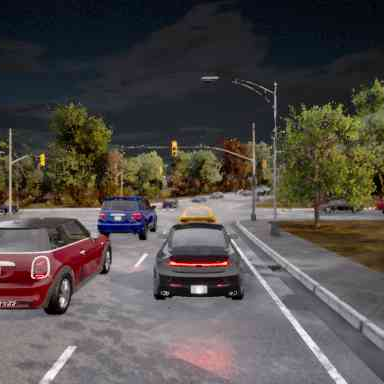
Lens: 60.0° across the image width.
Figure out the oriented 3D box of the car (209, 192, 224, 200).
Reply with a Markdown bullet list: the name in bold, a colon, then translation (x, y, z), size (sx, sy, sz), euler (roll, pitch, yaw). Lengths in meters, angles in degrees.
- **car**: translation (5.608, 0.797, 75.193), size (2.097, 1.767, 4.553), euler (0, 3, 26)

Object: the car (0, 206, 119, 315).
- **car**: translation (-3.356, 1.362, 7.758), size (2.097, 1.767, 4.553), euler (0, 0, 1)

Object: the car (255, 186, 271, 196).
- **car**: translation (17.911, 0.149, 83.010), size (1.882, 1.535, 5.008), euler (0, 3, 33)

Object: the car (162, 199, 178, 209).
- **car**: translation (-3.109, 1.686, 48.209), size (2.033, 1.411, 5.357), euler (0, 0, 5)

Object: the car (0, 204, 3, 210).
- **car**: translation (-21.534, 1.708, 32.121), size (4.902, 1.511, 2.128), euler (-1, 0, 4)

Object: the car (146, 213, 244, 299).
- **car**: translation (0.150, 1.516, 8.425), size (1.837, 1.490, 4.892), euler (0, 0, 1)

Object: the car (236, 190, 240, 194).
- **car**: translation (12.810, 0.089, 88.078), size (1.812, 1.442, 4.674), euler (0, 3, 33)

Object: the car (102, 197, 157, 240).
- **car**: translation (-3.189, 1.260, 17.321), size (2.150, 2.045, 5.566), euler (0, 0, 2)

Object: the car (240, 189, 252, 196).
- **car**: translation (14.590, 0.266, 84.288), size (1.994, 1.385, 4.181), euler (0, 3, 33)

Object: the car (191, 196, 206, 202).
- **car**: translation (1.262, 1.476, 64.808), size (1.994, 1.385, 4.181), euler (0, 2, 20)

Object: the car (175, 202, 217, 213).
- **car**: translation (0.340, 1.518, 17.804), size (1.882, 1.535, 5.008), euler (0, 0, 2)

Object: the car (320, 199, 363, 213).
- **car**: translation (16.368, 1.533, 36.977), size (4.902, 1.511, 2.128), euler (-1, 0, 4)

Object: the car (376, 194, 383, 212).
- **car**: translation (21.347, 1.156, 32.922), size (5.566, 2.045, 2.150), euler (-1, 0, 4)

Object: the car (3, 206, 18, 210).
- **car**: translation (-21.189, 1.826, 35.611), size (4.718, 1.301, 1.895), euler (-1, 0, 3)
